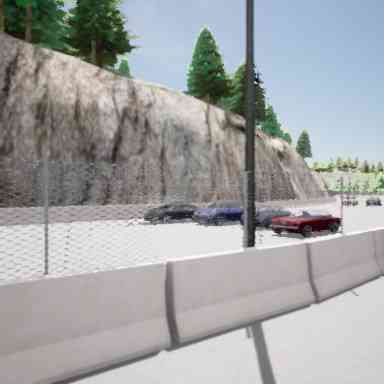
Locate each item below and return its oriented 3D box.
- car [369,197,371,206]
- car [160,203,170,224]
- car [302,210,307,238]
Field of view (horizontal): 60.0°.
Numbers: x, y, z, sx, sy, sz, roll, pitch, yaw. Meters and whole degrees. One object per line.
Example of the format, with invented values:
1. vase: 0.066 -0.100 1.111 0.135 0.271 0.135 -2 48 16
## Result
1. car: 30.152 1.558 55.134 2.128 1.511 4.902 0 0 35
2. car: -1.322 1.550 25.415 4.892 1.490 1.837 0 0 -41
3. car: 6.308 1.626 18.124 4.718 1.301 1.895 0 0 -41
